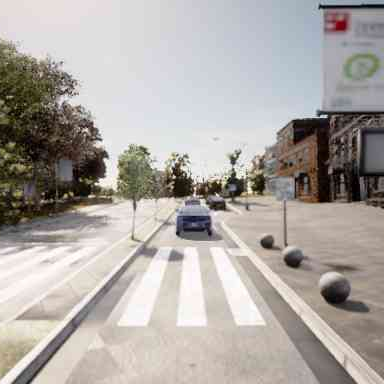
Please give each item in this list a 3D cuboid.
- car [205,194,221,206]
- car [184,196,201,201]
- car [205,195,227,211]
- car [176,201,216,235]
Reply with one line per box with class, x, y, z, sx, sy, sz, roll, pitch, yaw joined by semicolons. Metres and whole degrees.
car;2.930;1.108;47.553;1.994;1.385;4.181;0;2;1
car;0.094;1.242;40.195;2.128;1.511;4.902;0;2;0
car;2.920;1.272;38.648;1.882;1.535;5.008;0;2;0
car;0.098;1.479;18.938;1.882;1.535;5.008;0;0;0
